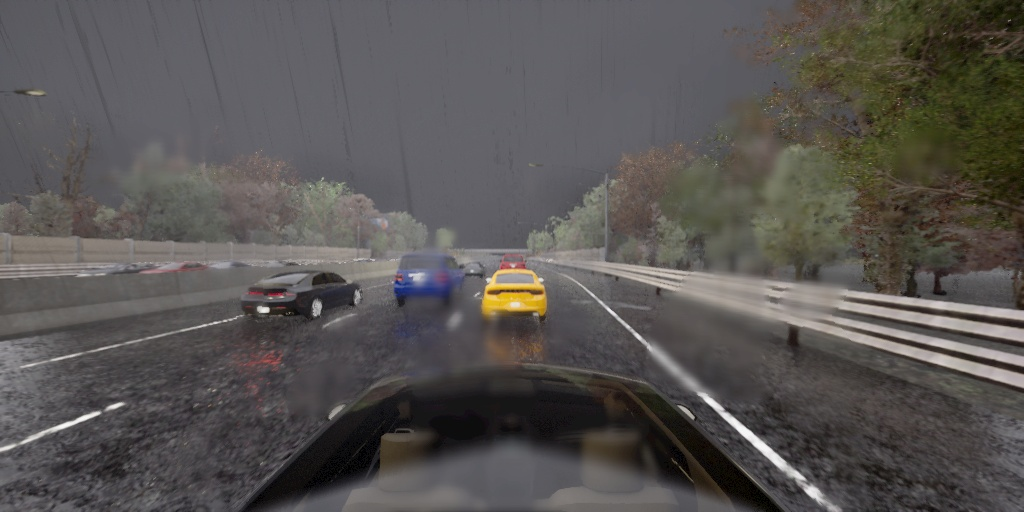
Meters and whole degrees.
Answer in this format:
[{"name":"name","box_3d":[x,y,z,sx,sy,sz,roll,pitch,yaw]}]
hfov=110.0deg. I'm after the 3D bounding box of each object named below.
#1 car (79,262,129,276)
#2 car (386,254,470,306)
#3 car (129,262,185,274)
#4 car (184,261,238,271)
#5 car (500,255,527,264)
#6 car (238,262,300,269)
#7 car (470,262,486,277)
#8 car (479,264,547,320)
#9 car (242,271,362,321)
[{"name":"car","box_3d":[-27.797,1.200,25.705,2.128,1.511,4.902,0,0,-2]},{"name":"car","box_3d":[-3.397,0.945,15.740,2.150,2.045,5.566,0,0,0]},{"name":"car","box_3d":[-24.593,1.185,26.555,1.882,1.535,5.008,0,0,0]},{"name":"car","box_3d":[-21.082,1.233,26.563,1.812,1.442,4.674,0,0,0]},{"name":"car","box_3d":[0.105,0.923,31.270,2.150,2.045,5.566,0,0,0]},{"name":"car","box_3d":[-17.593,1.212,26.883,1.837,1.490,4.892,0,0,0]},{"name":"car","box_3d":[-3.395,1.264,32.597,1.994,1.385,4.181,0,0,0]},{"name":"car","box_3d":[0.099,1.207,12.560,1.882,1.535,5.008,0,0,0]},{"name":"car","box_3d":[-6.901,1.236,12.393,1.837,1.490,4.892,0,0,0]}]
